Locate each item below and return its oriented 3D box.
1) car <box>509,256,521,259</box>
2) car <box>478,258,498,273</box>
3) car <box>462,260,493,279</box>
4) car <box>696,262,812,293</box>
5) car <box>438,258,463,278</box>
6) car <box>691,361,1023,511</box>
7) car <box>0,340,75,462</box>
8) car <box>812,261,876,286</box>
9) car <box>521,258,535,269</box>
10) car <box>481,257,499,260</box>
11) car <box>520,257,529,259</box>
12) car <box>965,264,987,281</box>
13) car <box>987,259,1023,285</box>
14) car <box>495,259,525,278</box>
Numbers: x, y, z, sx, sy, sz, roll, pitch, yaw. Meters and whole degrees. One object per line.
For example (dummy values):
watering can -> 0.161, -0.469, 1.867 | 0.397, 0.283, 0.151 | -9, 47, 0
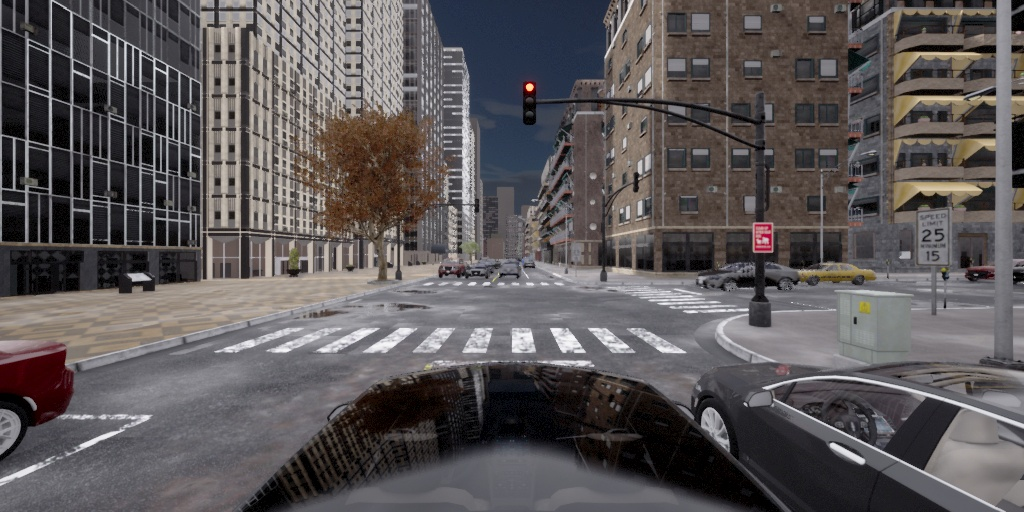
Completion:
car -> 0.118, 1.141, 62.634 | 2.097, 1.767, 4.553 | 0, 0, 0
car -> -3.088, 1.317, 42.259 | 2.033, 1.411, 5.357 | 0, 0, 0
car -> -3.082, 1.326, 32.874 | 1.994, 1.385, 4.181 | 0, 0, 1
car -> 12.246, 1.053, 18.733 | 4.902, 1.511, 2.128 | -1, 0, -3
car -> -5.682, 1.078, 34.393 | 2.192, 1.841, 5.009 | 0, 0, 0
car -> 2.689, 1.300, 2.002 | 2.007, 1.370, 4.403 | 0, 0, 0
car -> -5.691, 1.295, 2.005 | 1.888, 1.381, 4.507 | 0, 0, 0
car -> 18.838, 0.992, 21.468 | 4.829, 1.417, 1.751 | 0, 0, -1
car -> 2.706, 1.348, 56.481 | 1.948, 1.339, 4.313 | 0, 0, 0
car -> -3.074, 1.130, 52.408 | 2.097, 1.767, 4.553 | 0, 0, 0
car -> 2.708, 1.314, 62.174 | 1.751, 1.417, 4.829 | 0, 0, 0
car -> 30.142, 0.858, 21.580 | 4.507, 1.381, 1.888 | 0, 0, -1
car -> 28.932, 0.836, 18.972 | 4.892, 1.490, 1.837 | -1, 0, 0
car -> -0.111, 1.311, 33.890 | 2.033, 1.411, 5.357 | 0, 0, 4
